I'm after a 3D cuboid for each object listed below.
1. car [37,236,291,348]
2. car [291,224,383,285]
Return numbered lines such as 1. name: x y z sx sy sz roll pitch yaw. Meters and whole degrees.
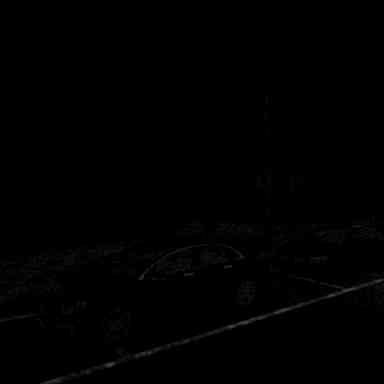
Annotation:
1. car: -0.461 1.551 6.194 4.403 1.369 2.008 0 0 -35
2. car: 4.154 1.583 9.451 4.206 1.307 1.802 0 0 -35
